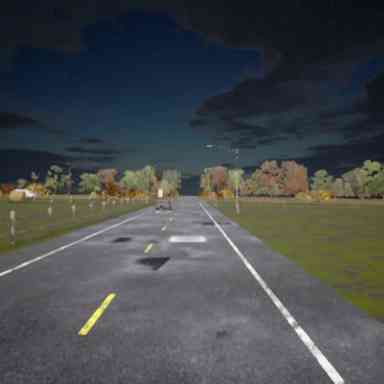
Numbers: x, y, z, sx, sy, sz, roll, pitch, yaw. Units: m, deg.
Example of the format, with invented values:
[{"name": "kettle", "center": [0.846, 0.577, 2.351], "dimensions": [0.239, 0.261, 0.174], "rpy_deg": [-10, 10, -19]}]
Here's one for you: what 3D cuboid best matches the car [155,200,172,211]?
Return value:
[{"name": "car", "center": [-3.586, 1.658, 42.598], "dimensions": [1.994, 1.385, 4.181], "rpy_deg": [0, 0, 0]}]
